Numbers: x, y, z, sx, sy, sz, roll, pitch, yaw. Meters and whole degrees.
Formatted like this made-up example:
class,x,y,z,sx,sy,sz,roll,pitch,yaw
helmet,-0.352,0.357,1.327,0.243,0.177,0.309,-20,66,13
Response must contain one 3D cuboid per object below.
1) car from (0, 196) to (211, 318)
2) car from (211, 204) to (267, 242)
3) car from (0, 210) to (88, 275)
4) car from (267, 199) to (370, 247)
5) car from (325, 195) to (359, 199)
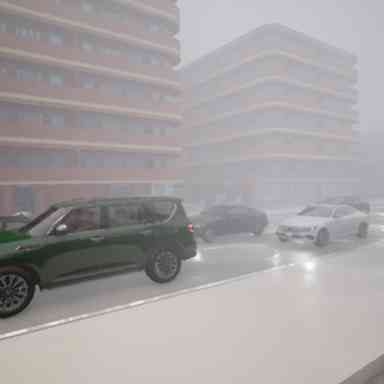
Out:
class,x,y,z,sx,sy,sz,roll,pitch,yaw
car,-2.469,1.167,7.758,5.566,2.045,2.150,-2,1,-36
car,1.483,1.279,14.982,4.674,1.442,1.812,-2,1,-36
car,-5.851,1.471,9.651,5.008,1.535,1.882,-2,1,-36
car,5.423,1.213,13.519,4.674,1.442,1.812,-2,1,-36
car,9.020,0.984,20.491,5.008,1.535,1.882,-2,1,-36
